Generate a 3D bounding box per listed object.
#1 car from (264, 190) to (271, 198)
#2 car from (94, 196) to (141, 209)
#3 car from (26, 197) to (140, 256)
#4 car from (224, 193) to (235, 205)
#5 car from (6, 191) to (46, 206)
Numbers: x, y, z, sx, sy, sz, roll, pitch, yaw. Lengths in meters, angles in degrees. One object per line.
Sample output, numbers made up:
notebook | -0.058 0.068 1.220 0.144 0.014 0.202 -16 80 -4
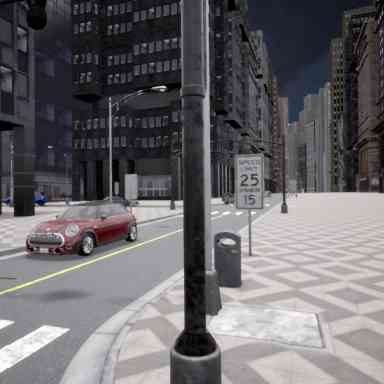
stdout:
car | 15.149 0.425 68.301 2.128 1.511 4.902 -1 1 19
car | -8.240 1.164 36.833 4.718 1.301 1.895 -1 0 19
car | -3.918 1.208 12.530 2.097 1.767 4.553 -1 1 19
car | 5.539 0.843 41.489 1.837 1.490 4.892 0 1 26
car | -22.434 0.944 45.070 5.566 2.045 2.150 0 0 19
